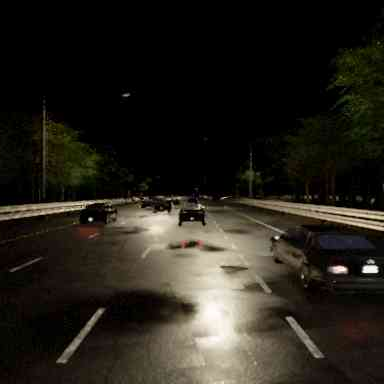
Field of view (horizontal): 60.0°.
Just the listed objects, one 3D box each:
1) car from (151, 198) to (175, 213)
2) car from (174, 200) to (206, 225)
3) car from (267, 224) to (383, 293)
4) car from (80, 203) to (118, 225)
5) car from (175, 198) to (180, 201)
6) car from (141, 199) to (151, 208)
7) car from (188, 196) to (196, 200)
[{"bbox_3d":[-3.375,1.642,39.518,1.882,1.535,5.008,0,0,0],"label":"car"},{"bbox_3d":[0.005,1.595,24.714,2.128,1.511,4.902,0,0,0],"label":"car"},{"bbox_3d":[3.507,1.586,9.055,2.033,1.411,5.357,0,0,0],"label":"car"},{"bbox_3d":[-6.885,1.610,25.009,1.837,1.490,4.892,0,0,0],"label":"car"},{"bbox_3d":[-3.360,1.830,64.027,1.994,1.385,4.181,0,0,0],"label":"car"},{"bbox_3d":[-6.873,1.768,53.037,2.033,1.411,5.357,0,0,0],"label":"car"},{"bbox_3d":[0.048,1.891,81.431,1.994,1.385,4.181,0,0,0],"label":"car"}]
